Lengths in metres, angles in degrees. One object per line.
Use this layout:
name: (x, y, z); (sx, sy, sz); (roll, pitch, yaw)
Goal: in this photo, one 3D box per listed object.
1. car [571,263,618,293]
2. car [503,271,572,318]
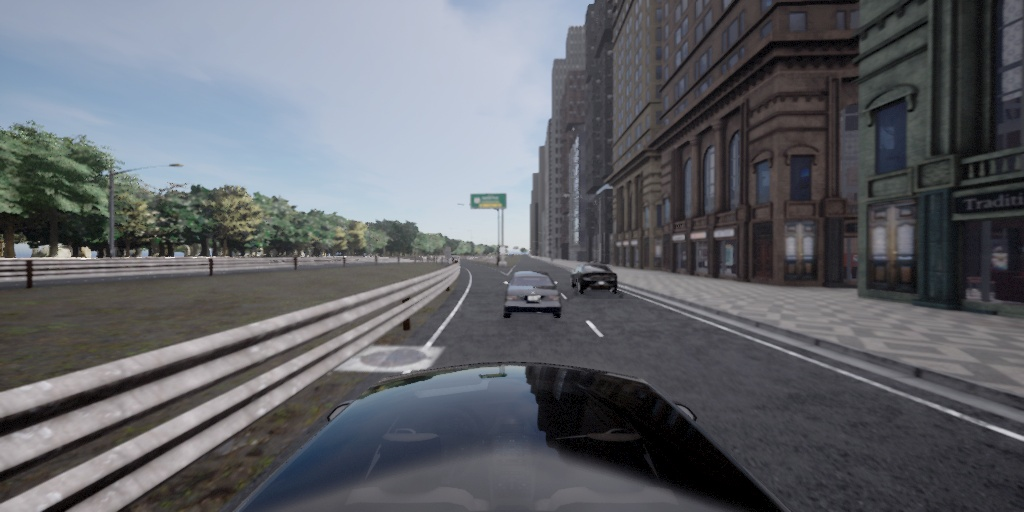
car: (4.414, 1.141, 19.829); (1.882, 1.535, 5.008); (0, 0, 2)
car: (0.680, 1.244, 12.748); (2.033, 1.411, 5.357); (0, 0, 2)
